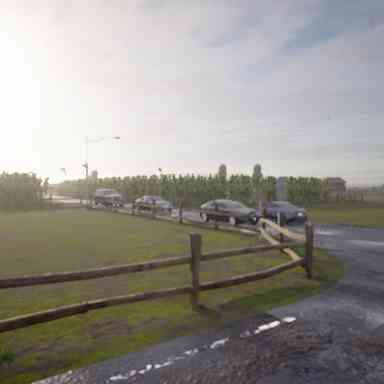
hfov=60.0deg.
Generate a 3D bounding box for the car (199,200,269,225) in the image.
[{"bbox_3d":[2.346,1.284,21.451,1.837,1.490,4.892,-1,1,-33],"label":"car"}]

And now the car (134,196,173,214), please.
[{"bbox_3d":[-3.524,1.122,30.079,2.128,1.511,4.902,-1,1,-34],"label":"car"}]

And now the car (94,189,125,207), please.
[{"bbox_3d":[-9.840,0.693,39.303,2.150,2.045,5.566,-1,2,-34],"label":"car"}]

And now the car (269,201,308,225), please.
[{"bbox_3d":[5.496,1.317,21.997,1.994,1.385,4.181,-1,1,-33],"label":"car"}]
